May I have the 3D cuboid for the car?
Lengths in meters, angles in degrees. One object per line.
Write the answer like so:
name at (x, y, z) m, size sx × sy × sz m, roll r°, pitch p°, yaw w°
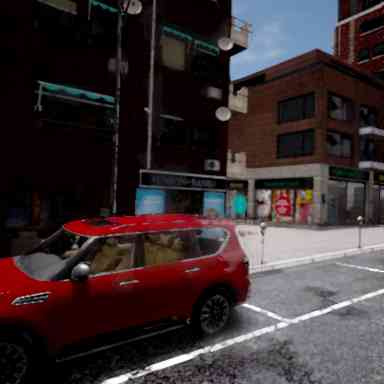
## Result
car at (-1.264, 1.336, 5.163) m, size 5.009 × 1.841 × 2.192 m, roll 1°, pitch 1°, yaw -35°
